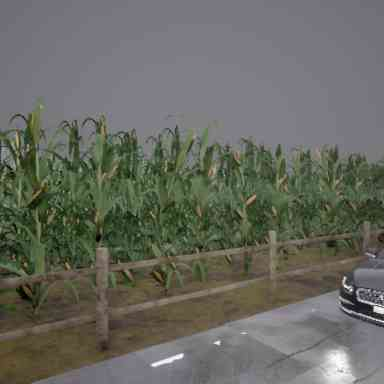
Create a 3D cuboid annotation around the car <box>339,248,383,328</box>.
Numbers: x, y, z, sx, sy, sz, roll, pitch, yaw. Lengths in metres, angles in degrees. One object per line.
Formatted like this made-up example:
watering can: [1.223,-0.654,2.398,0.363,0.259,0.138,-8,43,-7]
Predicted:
car: [4.767,1.511,6.345,4.892,1.490,1.837,0,0,-35]
